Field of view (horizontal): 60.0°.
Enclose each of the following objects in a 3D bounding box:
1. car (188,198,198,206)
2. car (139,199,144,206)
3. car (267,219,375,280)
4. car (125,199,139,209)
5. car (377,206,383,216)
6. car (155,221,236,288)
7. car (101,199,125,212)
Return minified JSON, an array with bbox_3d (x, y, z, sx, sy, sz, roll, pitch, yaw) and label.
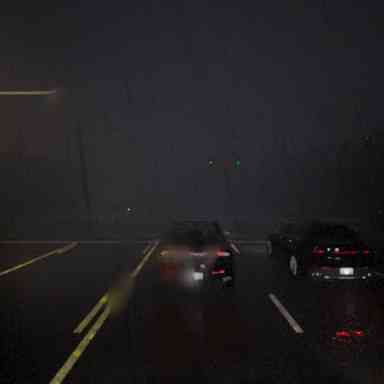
[{"bbox_3d":[0.190,1.969,66.334,2.128,1.511,4.902,0,0,0],"label":"car"},{"bbox_3d":[-10.451,2.060,63.903,1.895,1.301,4.718,0,0,1],"label":"car"},{"bbox_3d":[3.598,1.581,10.128,1.837,1.490,4.892,0,0,0],"label":"car"},{"bbox_3d":[-10.514,1.879,53.885,2.128,1.511,4.902,0,0,0],"label":"car"},{"bbox_3d":[18.080,1.263,27.774,4.902,1.511,2.128,-5,0,0],"label":"car"},{"bbox_3d":[0.095,1.561,9.404,2.128,1.511,4.902,0,0,0],"label":"car"},{"bbox_3d":[-10.541,1.915,43.709,1.895,1.301,4.718,0,0,0],"label":"car"}]
